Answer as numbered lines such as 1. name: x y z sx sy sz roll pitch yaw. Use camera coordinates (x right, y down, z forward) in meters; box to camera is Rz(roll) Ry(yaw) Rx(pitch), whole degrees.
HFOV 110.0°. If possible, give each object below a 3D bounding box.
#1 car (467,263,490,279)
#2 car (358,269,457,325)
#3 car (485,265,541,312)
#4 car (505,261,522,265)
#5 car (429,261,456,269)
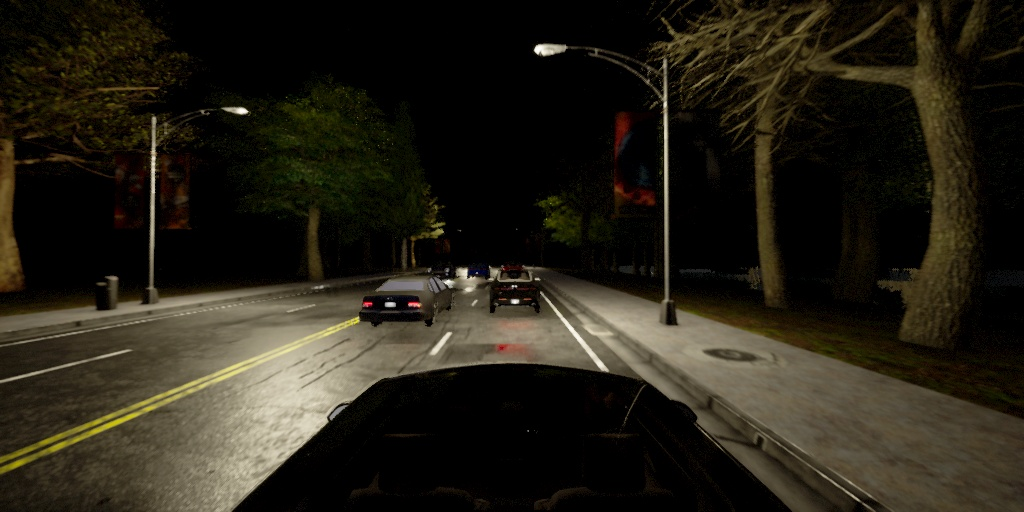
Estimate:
1. car: -3.144 1.377 34.613 1.882 1.535 5.008 0 0 0
2. car: -3.148 1.313 11.781 2.033 1.411 5.357 0 0 0
3. car: 0.095 1.279 14.426 1.837 1.490 4.892 0 0 0
4. car: 0.105 1.237 32.484 2.097 1.767 4.553 0 0 0
5. car: -6.574 1.247 33.926 2.097 1.767 4.553 0 0 0
